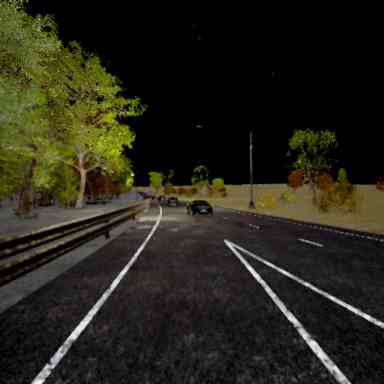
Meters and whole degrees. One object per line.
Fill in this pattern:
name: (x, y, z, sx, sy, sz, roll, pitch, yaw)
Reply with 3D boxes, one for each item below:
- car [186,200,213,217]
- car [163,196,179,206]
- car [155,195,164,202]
car: (0.629, 1.503, 31.639, 1.882, 1.535, 5.008, 0, 0, -9)
car: (-3.256, 1.556, 55.166, 1.837, 1.490, 4.892, 0, 0, -9)
car: (-7.183, 1.590, 78.970, 1.812, 1.442, 4.674, 0, 0, -9)
